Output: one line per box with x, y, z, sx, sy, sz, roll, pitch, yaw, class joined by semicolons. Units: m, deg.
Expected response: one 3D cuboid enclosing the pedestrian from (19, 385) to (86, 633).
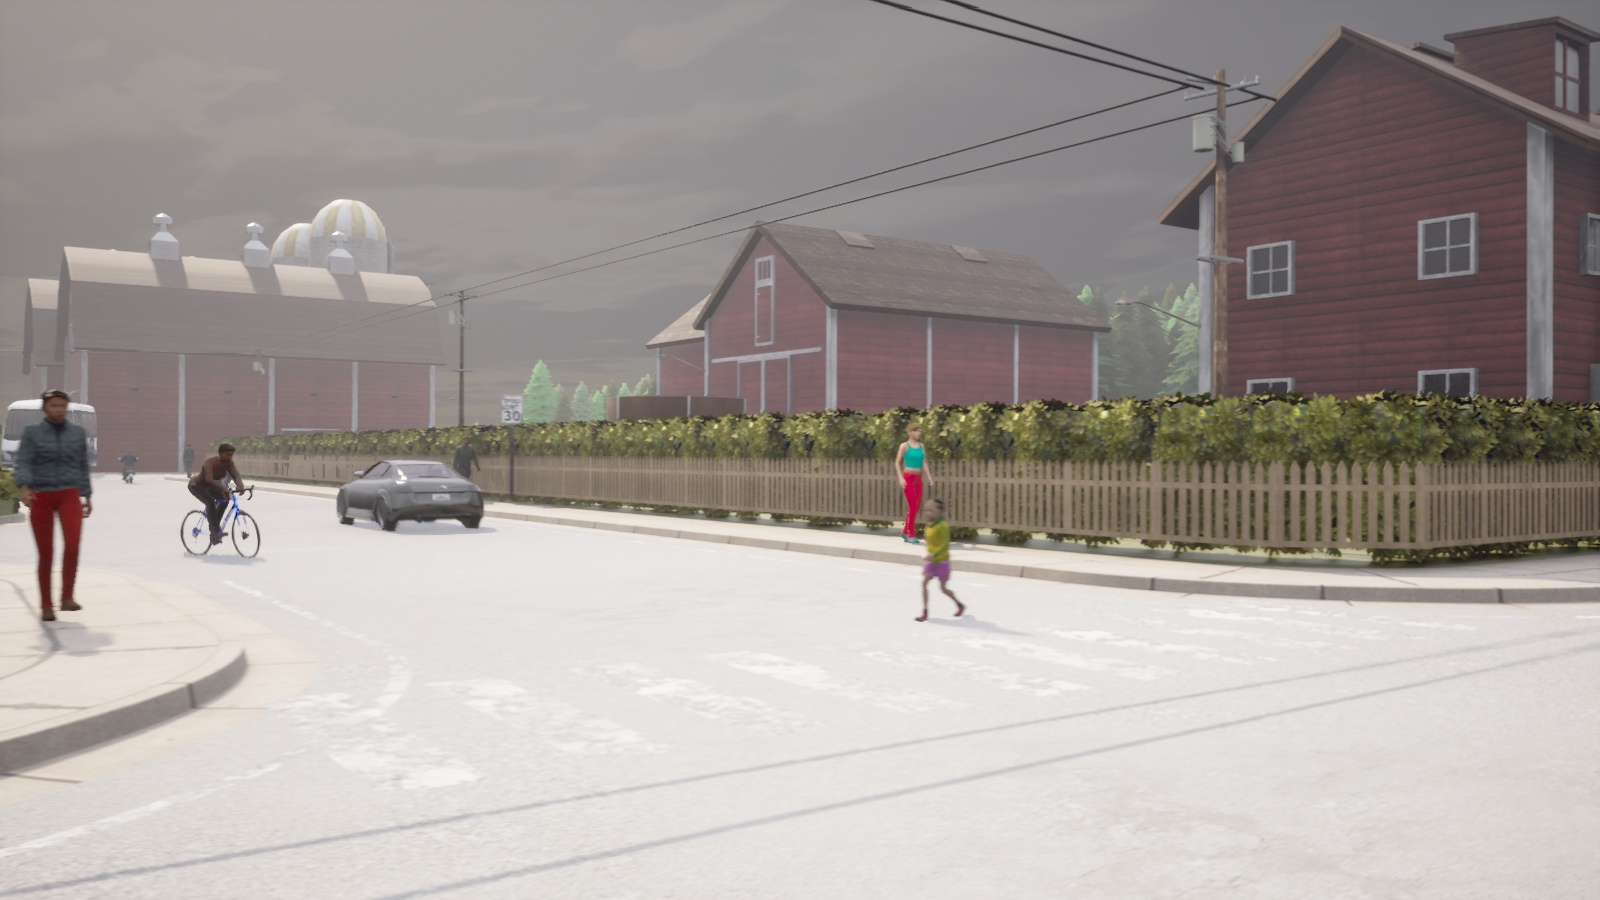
-5.777;0.437;9.697;0.353;1.847;0.614;0;0;-40;pedestrian

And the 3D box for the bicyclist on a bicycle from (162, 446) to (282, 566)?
-8.199;0.764;17.813;1.656;1.620;0.582;0;2;26;bicyclist on a bicycle

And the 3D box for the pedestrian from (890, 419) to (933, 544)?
1.663;0.461;18.785;0.345;1.836;0.594;0;0;-34;pedestrian

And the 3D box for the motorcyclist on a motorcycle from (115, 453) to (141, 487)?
-31.670;0.922;59.158;0.866;1.590;1.817;0;0;-35;motorcyclist on a motorcycle

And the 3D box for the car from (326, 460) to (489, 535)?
-8.081;0.901;25.634;1.994;1.385;4.181;0;0;-35;car

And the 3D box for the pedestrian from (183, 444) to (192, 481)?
-31.307;0.640;64.185;0.353;1.847;0.614;0;0;-23;pedestrian

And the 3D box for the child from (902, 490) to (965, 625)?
1.193;0.946;11.201;0.473;1.160;0.299;0;0;-34;child

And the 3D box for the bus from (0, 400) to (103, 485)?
-40.863;-0.402;68.457;3.944;4.253;10.273;1;0;-23;bus

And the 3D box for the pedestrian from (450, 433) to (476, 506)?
-9.136;0.521;34.051;0.423;1.949;0.788;0;0;-36;pedestrian
